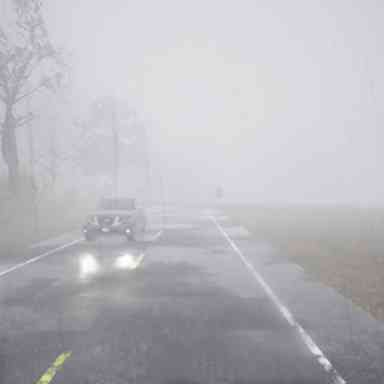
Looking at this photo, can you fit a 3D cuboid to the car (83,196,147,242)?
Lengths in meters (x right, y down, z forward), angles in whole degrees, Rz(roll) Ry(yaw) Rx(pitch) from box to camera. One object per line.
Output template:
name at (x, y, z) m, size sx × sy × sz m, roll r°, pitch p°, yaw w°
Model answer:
car at (-3.603, 1.216, 16.596) m, size 2.150 × 2.045 × 5.566 m, roll 0°, pitch 0°, yaw 0°
